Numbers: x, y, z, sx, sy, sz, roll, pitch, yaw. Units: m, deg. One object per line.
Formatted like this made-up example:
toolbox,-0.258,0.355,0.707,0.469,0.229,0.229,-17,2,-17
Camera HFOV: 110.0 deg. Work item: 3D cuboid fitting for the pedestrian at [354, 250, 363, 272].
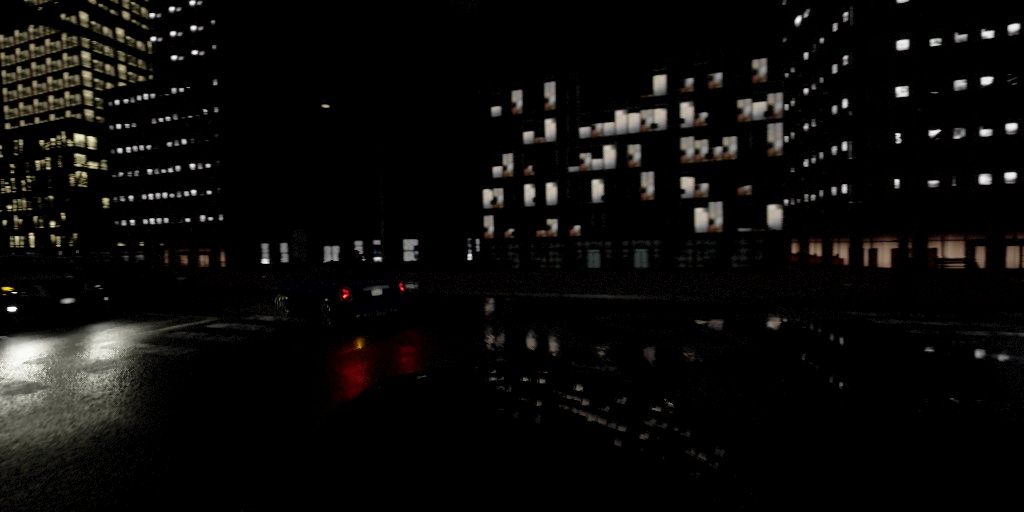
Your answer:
pedestrian,-7.374,0.565,17.148,0.375,1.860,0.375,-1,2,16

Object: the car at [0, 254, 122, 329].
car,-15.547,0.972,11.179,5.566,2.045,2.150,-1,2,16

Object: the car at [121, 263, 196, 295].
car,-17.983,1.142,17.970,4.313,1.339,1.948,0,0,16

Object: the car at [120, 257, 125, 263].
car,-23.281,0.932,19.530,5.009,1.841,2.192,0,0,16

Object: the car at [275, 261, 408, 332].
car,-5.144,0.946,10.611,4.553,1.767,2.097,1,3,39
